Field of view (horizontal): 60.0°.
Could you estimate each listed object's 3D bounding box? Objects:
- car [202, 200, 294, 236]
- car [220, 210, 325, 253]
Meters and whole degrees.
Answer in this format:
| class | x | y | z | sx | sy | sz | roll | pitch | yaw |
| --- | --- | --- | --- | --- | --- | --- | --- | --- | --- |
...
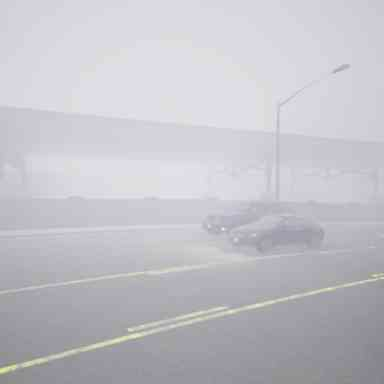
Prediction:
| class | x | y | z | sx | sy | sz | roll | pitch | yaw |
| --- | --- | --- | --- | --- | --- | --- | --- | --- | --- |
| car | 3.300 | 1.439 | 18.282 | 5.566 | 2.045 | 2.150 | 2 | -1 | -29 |
| car | 3.785 | 1.703 | 14.483 | 4.674 | 1.442 | 1.812 | 2 | -1 | -30 |
